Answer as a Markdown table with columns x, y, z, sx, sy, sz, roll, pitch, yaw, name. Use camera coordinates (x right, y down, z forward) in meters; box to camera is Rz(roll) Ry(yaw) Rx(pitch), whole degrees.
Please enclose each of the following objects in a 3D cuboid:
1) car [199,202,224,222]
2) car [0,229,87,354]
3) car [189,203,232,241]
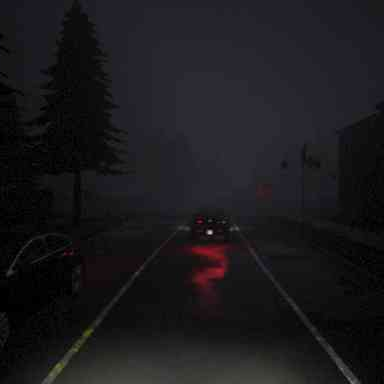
| x | y | z | sx | sy | sz | roll | pitch | yaw | name |
| --- | --- | --- | --- | --- | --- | --- | --- | --- | --- |
| 1.621 | 1.578 | 27.079 | 1.895 | 1.301 | 4.718 | 0 | 0 | 4 | car |
| -3.432 | 1.485 | 5.904 | 2.128 | 1.511 | 4.902 | 0 | 0 | 2 | car |
| 0.906 | 1.490 | 16.680 | 1.837 | 1.490 | 4.892 | 0 | 0 | 4 | car |
